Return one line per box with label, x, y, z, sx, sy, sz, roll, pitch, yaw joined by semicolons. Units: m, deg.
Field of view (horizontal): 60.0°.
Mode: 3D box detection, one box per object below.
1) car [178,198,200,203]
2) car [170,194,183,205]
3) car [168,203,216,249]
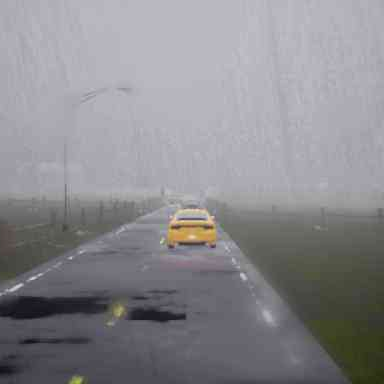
car;0.000;1.526;29.652;1.837;1.490;4.892;0;0;0
car;-2.750;1.366;60.624;2.150;2.045;5.566;0;0;0
car;0.000;1.487;14.650;1.882;1.535;5.008;0;0;0
